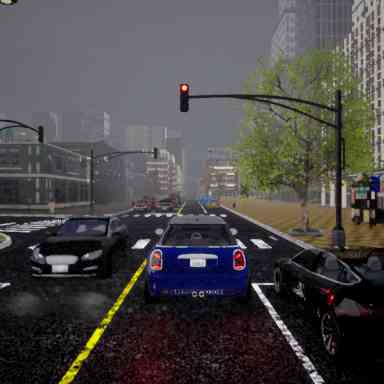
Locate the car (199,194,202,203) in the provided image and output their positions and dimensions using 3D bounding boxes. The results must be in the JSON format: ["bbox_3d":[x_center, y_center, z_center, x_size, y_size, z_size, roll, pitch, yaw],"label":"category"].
[{"bbox_3d":[2.774,1.556,60.386,2.008,1.369,4.403,0,0,0],"label":"car"}]

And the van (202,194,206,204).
[{"bbox_3d":[2.760,1.345,49.284,1.690,1.788,3.998,0,0,0],"label":"van"}]

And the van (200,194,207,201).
[{"bbox_3d":[2.805,1.349,82.590,1.690,1.788,3.998,0,0,0],"label":"van"}]

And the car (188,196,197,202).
[{"bbox_3d":[0.106,1.547,79.206,2.033,1.411,5.357,0,0,0],"label":"car"}]

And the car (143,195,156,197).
[{"bbox_3d":[-5.628,1.318,43.742,2.192,1.841,5.009,0,0,0],"label":"car"}]

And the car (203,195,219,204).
[{"bbox_3d":[2.752,1.528,43.903,1.752,1.417,4.829,0,0,0],"label":"car"}]

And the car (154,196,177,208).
[{"bbox_3d":[-3.041,1.528,38.477,1.812,1.442,4.674,0,0,-2],"label":"car"}]

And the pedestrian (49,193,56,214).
[{"bbox_3d":[-12.710,1.039,30.205,0.375,1.860,0.375,0,-1,-1],"label":"pedestrian"}]

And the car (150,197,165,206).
[{"bbox_3d":[-5.614,1.555,54.844,2.008,1.369,4.403,0,0,0],"label":"car"}]

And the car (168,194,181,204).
[{"bbox_3d":[-3.033,1.481,48.511,1.882,1.535,5.008,0,0,0],"label":"car"}]

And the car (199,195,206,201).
[{"bbox_3d":[2.812,1.534,88.311,1.752,1.417,4.829,0,0,0],"label":"car"}]

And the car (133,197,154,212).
[{"bbox_3d":[-5.636,1.584,38.191,1.802,1.307,4.206,0,0,0],"label":"car"}]

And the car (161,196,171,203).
[{"bbox_3d":[-5.592,1.532,71.327,1.752,1.417,4.829,0,0,0],"label":"car"}]

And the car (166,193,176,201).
[{"bbox_3d":[-5.568,1.324,88.150,2.192,1.841,5.009,0,0,0],"label":"car"}]

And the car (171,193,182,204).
[{"bbox_3d":[-2.992,1.226,59.008,2.150,2.045,5.566,0,0,1],"label":"car"}]

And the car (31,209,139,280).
[{"bbox_3d":[-3.074,1.493,10.069,2.128,1.511,4.902,0,0,-1],"label":"car"}]

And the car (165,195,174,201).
[{"bbox_3d":[-5.577,1.559,82.599,2.008,1.369,4.403,0,0,0],"label":"car"}]

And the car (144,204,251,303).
[{"bbox_3d":[0.111,1.352,8.372,2.097,1.767,4.553,0,0,0],"label":"car"}]

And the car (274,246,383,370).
[{"bbox_3d":[2.701,1.566,5.704,1.947,1.339,4.313,0,0,0],"label":"car"}]
